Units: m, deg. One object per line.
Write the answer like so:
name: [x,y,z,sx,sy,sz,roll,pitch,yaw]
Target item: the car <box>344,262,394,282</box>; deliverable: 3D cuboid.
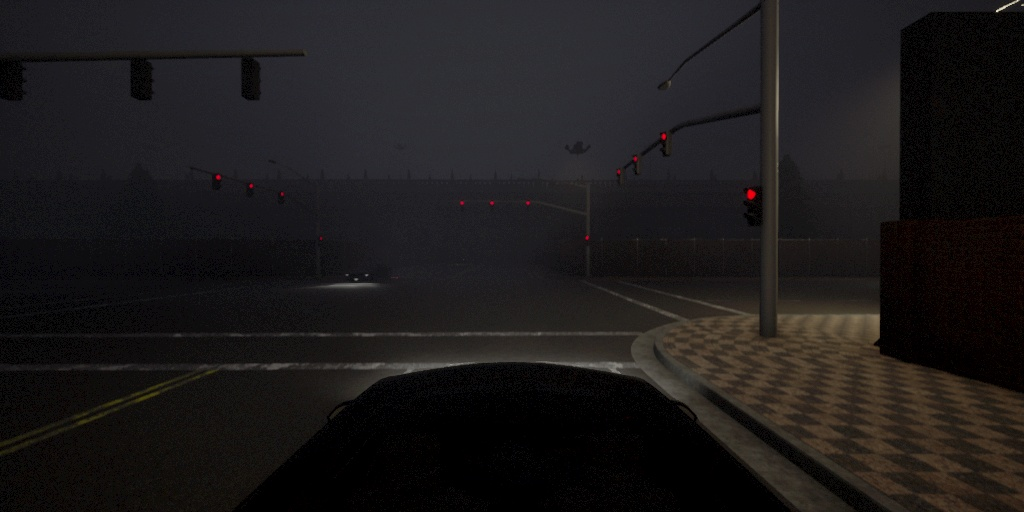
car: [-10.500,1.174,26.814,2.033,1.411,5.357,0,0,0]
